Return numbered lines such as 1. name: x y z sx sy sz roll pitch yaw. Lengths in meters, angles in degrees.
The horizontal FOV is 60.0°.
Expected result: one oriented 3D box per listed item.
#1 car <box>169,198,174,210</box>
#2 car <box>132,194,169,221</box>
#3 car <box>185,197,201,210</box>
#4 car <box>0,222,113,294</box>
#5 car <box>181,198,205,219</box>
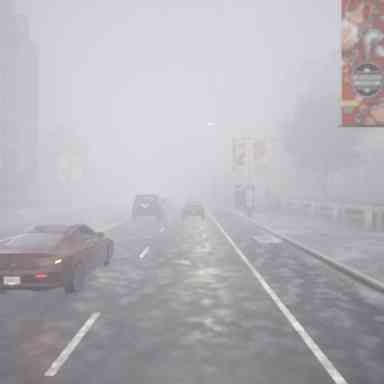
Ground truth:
1. car: -3.396 1.420 42.111 1.837 1.490 4.892 0 0 0
2. car: -3.395 1.169 26.833 2.150 2.045 5.566 0 0 0
3. car: 0.103 1.458 43.486 2.033 1.411 5.357 0 0 0
4. car: -3.400 1.510 8.637 1.812 1.442 4.674 0 0 0
5. car: 0.102 1.432 28.688 2.128 1.511 4.902 0 0 0
